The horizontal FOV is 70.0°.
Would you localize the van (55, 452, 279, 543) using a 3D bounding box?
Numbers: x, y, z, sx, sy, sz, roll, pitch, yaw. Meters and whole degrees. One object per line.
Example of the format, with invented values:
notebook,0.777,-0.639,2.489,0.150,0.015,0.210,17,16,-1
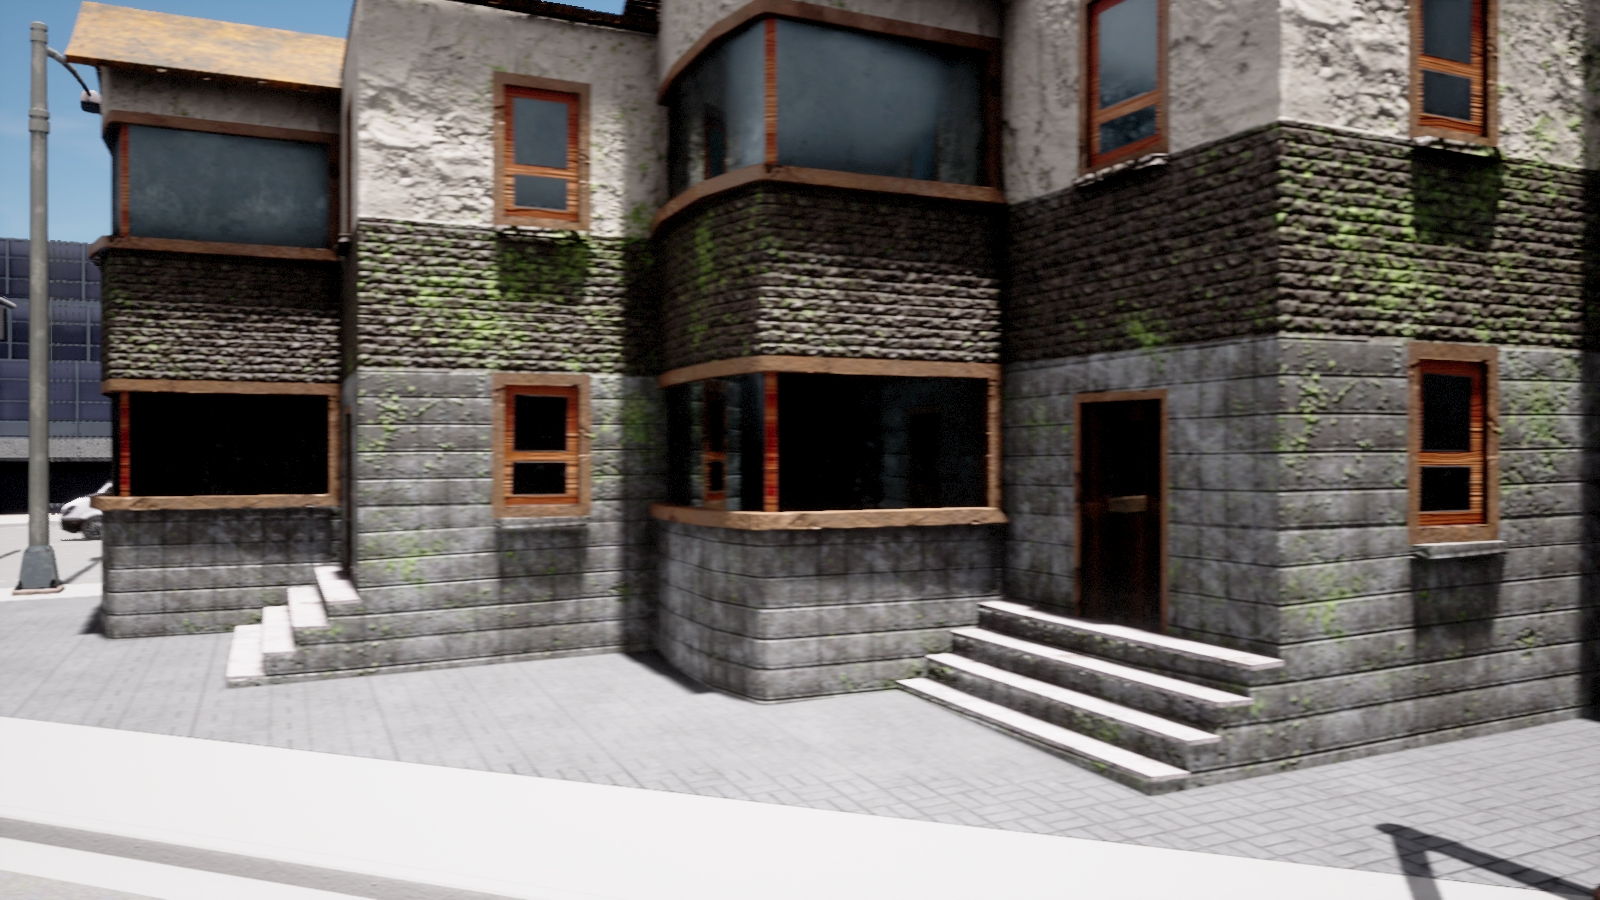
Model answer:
van,-19.484,1.395,35.512,5.915,2.561,1.988,-1,1,-26
